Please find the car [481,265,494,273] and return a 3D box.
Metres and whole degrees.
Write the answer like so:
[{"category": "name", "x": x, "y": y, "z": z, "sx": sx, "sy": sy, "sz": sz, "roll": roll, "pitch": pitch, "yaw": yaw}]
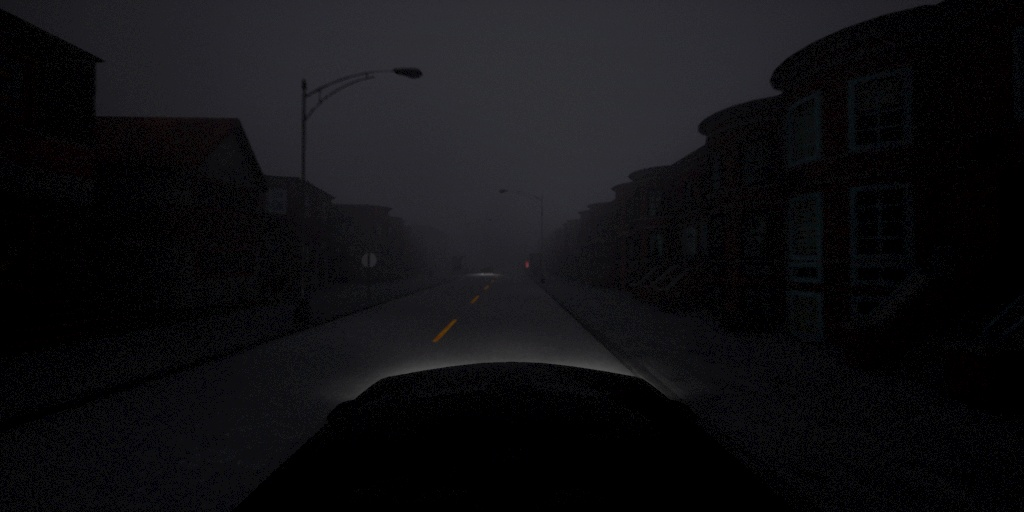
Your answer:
[{"category": "car", "x": -4.028, "y": 2.149, "z": 58.744, "sx": 1.895, "sy": 1.301, "sz": 4.718, "roll": 0, "pitch": -1, "yaw": 1}]
